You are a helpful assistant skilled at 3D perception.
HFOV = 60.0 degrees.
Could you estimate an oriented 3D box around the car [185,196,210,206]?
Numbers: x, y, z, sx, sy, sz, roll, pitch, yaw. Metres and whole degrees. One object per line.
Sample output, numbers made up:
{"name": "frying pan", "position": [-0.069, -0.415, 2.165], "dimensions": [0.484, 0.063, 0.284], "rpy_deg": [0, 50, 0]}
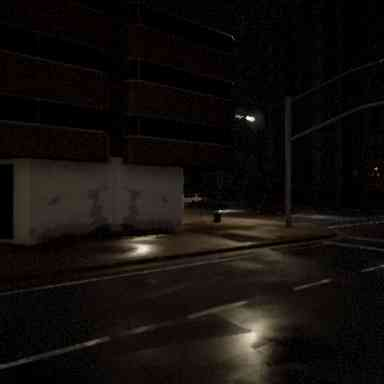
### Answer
{"name": "car", "position": [0.930, 1.546, 58.608], "dimensions": [2.128, 1.511, 4.902], "rpy_deg": [0, 0, -31]}

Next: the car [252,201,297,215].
{"name": "car", "position": [8.661, 1.645, 35.266], "dimensions": [1.895, 1.301, 4.718], "rpy_deg": [0, 0, -36]}

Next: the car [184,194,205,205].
{"name": "car", "position": [0.102, 1.270, 53.301], "dimensions": [2.150, 2.045, 5.566], "rpy_deg": [0, 0, -36]}

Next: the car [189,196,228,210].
{"name": "car", "position": [2.393, 1.591, 43.890], "dimensions": [2.033, 1.411, 5.357], "rpy_deg": [0, 0, -36]}
